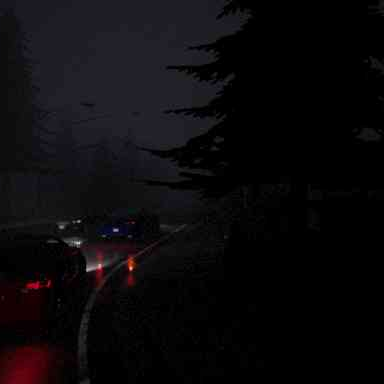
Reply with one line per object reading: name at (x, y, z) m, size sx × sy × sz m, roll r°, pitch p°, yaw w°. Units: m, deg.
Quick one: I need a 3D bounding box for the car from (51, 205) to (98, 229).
car at (-6.242, 1.517, 19.250) m, size 2.128 × 1.511 × 4.902 m, roll 0°, pitch 0°, yaw 8°

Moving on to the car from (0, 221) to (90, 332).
car at (-3.473, 1.567, 6.904) m, size 1.994 × 1.385 × 4.181 m, roll 0°, pitch 0°, yaw -11°

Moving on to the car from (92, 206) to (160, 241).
car at (-2.947, 1.495, 16.796) m, size 1.882 × 1.535 × 5.008 m, roll 0°, pitch 0°, yaw 8°

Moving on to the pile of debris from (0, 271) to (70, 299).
pile of debris at (-3.967, 2.185, 7.951) m, size 1.500 × 0.140 × 1.860 m, roll 0°, pitch 0°, yaw -4°
